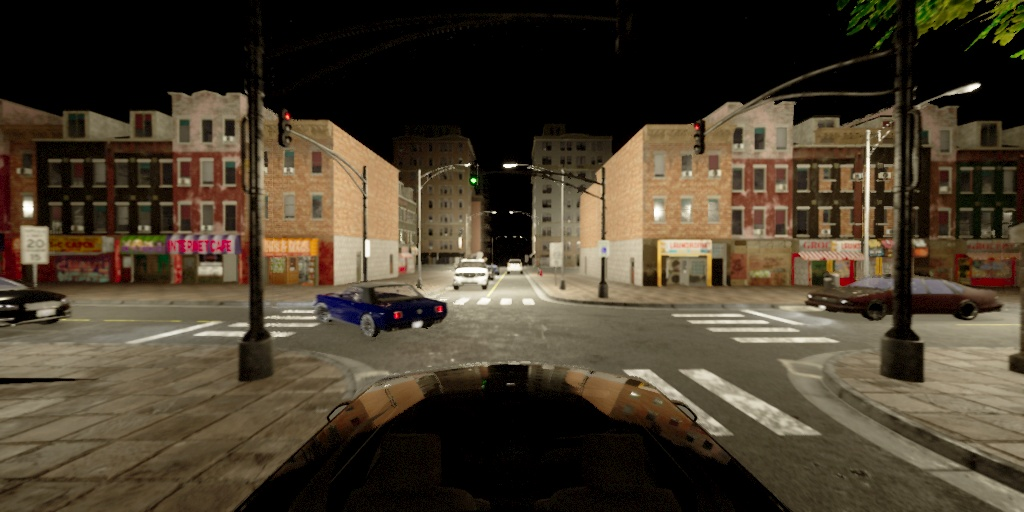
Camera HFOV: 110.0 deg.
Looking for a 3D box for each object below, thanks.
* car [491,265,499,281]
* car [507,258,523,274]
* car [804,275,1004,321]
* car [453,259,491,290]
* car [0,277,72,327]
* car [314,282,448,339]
[{"bbox_3d":[-2.652,1.671,35.502,2.033,1.411,5.357,0,-1,1],"label":"car"},{"bbox_3d":[0.418,1.522,50.689,2.150,2.045,5.566,0,-1,1],"label":"car"},{"bbox_3d":[13.535,1.400,12.557,5.357,1.411,2.033,0,1,0],"label":"car"},{"bbox_3d":[-2.772,1.228,25.263,2.150,2.045,5.566,0,-1,-2],"label":"car"},{"bbox_3d":[-15.021,1.241,9.686,4.902,1.511,2.128,1,1,0],"label":"car"},{"bbox_3d":[-4.086,1.439,10.656,4.718,1.301,1.895,1,1,41],"label":"car"}]
